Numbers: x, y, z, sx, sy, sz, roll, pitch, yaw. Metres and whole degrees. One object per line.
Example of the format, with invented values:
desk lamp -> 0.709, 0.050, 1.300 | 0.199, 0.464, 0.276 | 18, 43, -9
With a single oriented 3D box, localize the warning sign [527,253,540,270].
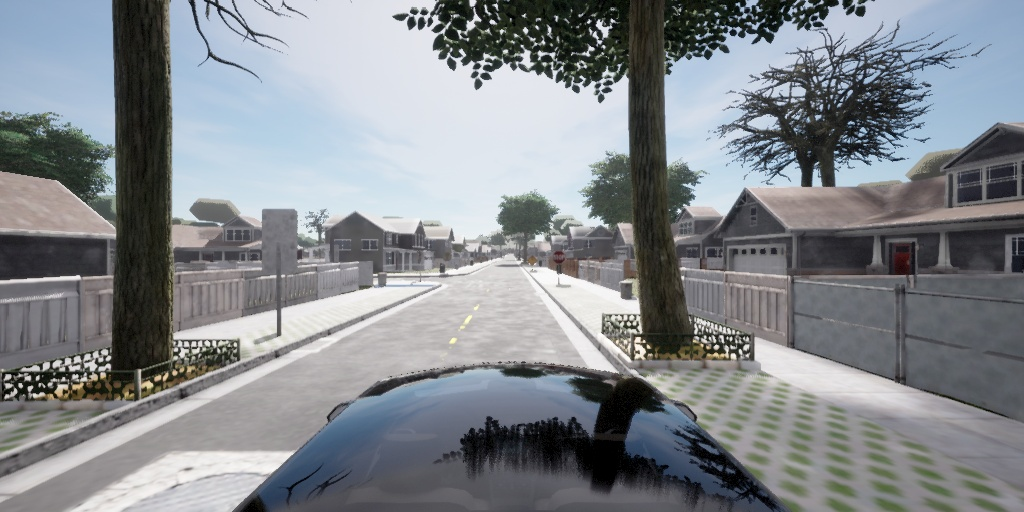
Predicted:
warning sign -> 2.518, 0.843, 44.760 | 1.300, 1.860, 1.060 | 0, 0, 0
